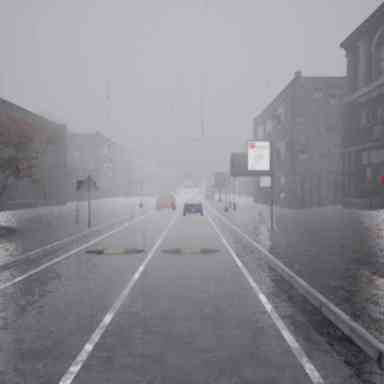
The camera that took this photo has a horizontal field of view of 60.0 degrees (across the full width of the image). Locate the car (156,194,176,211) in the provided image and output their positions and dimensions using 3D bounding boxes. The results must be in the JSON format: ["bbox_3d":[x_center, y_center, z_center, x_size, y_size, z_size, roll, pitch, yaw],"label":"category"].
[{"bbox_3d":[-3.077,1.246,40.667,2.150,2.045,5.566,0,0,0],"label":"car"}]

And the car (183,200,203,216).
[{"bbox_3d":[0.108,1.507,33.523,1.882,1.535,5.008,0,0,0],"label":"car"}]
